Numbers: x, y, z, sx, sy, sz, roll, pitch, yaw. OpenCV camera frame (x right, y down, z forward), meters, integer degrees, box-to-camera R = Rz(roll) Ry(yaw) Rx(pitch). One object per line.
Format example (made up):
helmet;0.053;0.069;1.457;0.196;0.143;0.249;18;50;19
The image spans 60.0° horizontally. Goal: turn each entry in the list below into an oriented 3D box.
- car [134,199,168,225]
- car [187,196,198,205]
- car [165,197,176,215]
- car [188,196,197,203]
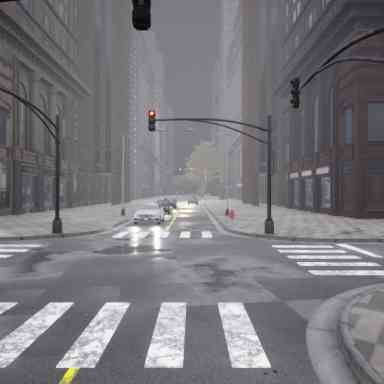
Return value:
car;-3.075;1.526;24.504;1.812;1.442;4.674;0;0;0
car;0.148;1.581;59.420;2.033;1.411;5.357;0;0;0
car;-3.067;1.552;34.914;2.033;1.411;5.357;0;0;0
car;0.169;1.573;69.769;1.812;1.442;4.674;0;0;0
